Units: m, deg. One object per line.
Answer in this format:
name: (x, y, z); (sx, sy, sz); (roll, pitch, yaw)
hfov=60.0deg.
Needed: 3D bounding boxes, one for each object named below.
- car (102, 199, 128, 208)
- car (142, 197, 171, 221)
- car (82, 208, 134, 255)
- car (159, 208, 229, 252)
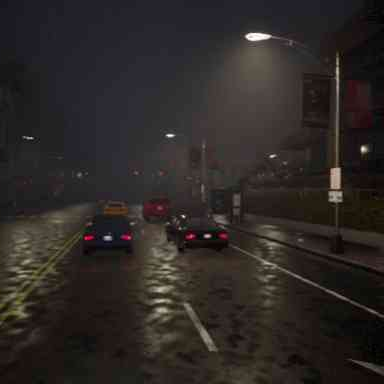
car: (-6.641, 1.636, 28.916); (1.882, 1.535, 5.008); (1, 0, -12)
car: (-3.120, 1.416, 29.212); (2.150, 2.045, 5.566); (1, 0, -12)
car: (-3.390, 1.621, 13.767); (2.033, 1.411, 5.357); (1, 0, -12)
car: (0.032, 1.664, 14.503); (2.033, 1.411, 5.357); (1, 0, -12)
